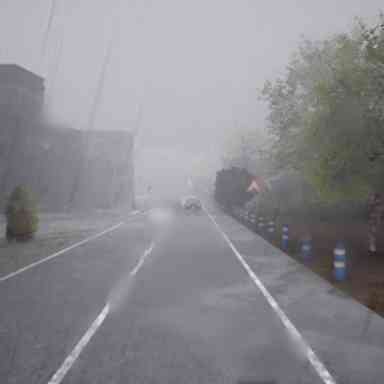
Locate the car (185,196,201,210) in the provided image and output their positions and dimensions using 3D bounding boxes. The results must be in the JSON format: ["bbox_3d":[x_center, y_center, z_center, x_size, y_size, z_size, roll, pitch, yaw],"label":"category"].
[{"bbox_3d":[0.145,1.543,41.453,1.895,1.301,4.718,0,0,0],"label":"car"}]

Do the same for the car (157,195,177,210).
[{"bbox_3d":[-3.306,1.500,42.085,1.895,1.301,4.718,0,2,0],"label":"car"}]

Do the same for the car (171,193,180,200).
[{"bbox_3d":[-3.724,0.979,75.815,1.895,1.301,4.718,0,1,-3],"label":"car"}]

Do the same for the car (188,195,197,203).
[{"bbox_3d":[0.079,1.424,66.176,1.812,1.442,4.674,0,0,-1],"label":"car"}]

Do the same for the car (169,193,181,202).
[{"bbox_3d":[-3.233,1.136,61.041,2.150,2.045,5.566,0,0,1],"label":"car"}]
